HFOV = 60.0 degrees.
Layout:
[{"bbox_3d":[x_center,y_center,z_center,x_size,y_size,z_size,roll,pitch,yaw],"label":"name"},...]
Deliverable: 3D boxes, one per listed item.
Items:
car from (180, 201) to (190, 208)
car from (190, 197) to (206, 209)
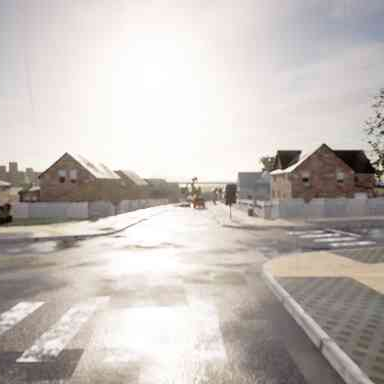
[{"bbox_3d":[-1.221,2.379,65.292,2.033,1.411,5.357,0,-1,3],"label":"car"},{"bbox_3d":[1.350,1.988,61.030,2.150,2.045,5.566,0,-1,3],"label":"car"}]
